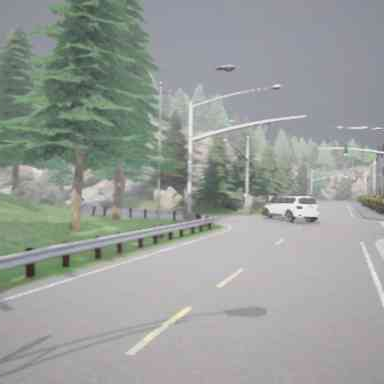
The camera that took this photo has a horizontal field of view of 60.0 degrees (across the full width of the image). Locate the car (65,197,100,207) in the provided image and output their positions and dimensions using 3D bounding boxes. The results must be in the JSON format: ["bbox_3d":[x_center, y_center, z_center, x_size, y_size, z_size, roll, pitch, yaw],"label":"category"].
[{"bbox_3d":[-12.716,1.256,38.031,4.674,1.442,1.812,1,0,24],"label":"car"}]

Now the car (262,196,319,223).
[{"bbox_3d":[7.894,1.349,27.190,2.150,2.045,5.566,3,-1,-19],"label":"car"}]
